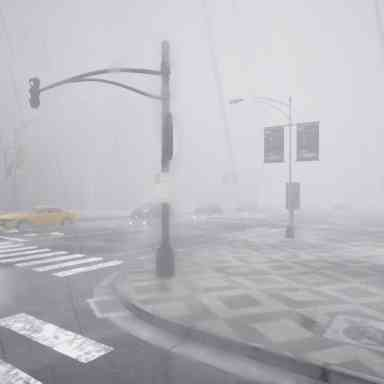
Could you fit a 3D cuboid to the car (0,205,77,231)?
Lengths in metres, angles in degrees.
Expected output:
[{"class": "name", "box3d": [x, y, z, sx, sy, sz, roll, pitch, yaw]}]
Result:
[{"class": "car", "box3d": [-10.189, 1.678, 22.270, 1.882, 1.535, 5.008, 0, -1, 35]}]

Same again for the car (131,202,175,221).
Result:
[{"class": "car", "box3d": [-3.664, 1.715, 31.501, 2.097, 1.767, 4.553, 0, -1, 35]}]

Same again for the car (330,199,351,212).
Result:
[{"class": "car", "box3d": [24.501, 2.382, 54.136, 2.128, 1.511, 4.902, 0, -1, 35]}]

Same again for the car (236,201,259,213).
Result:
[{"class": "car", "box3d": [8.074, 2.162, 48.055, 1.837, 1.490, 4.892, 0, 0, 34]}]

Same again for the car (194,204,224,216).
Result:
[{"class": "car", "box3d": [2.070, 2.072, 39.606, 1.994, 1.385, 4.181, 0, -1, 35]}]
